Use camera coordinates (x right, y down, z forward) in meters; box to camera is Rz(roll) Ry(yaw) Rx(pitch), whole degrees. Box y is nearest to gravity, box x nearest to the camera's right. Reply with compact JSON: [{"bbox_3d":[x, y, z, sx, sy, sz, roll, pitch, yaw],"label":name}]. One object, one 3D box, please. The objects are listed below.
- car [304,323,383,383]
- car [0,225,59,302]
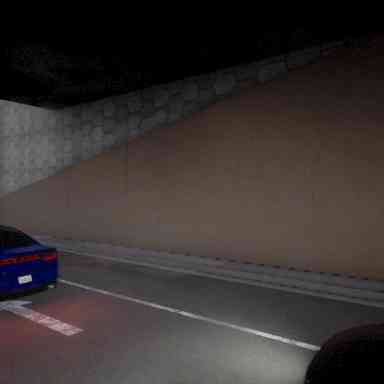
[{"bbox_3d":[3.085,1.506,1.683,4.892,1.490,1.837,0,0,37],"label":"car"},{"bbox_3d":[-5.121,1.478,7.650,5.008,1.535,1.882,0,0,36],"label":"car"}]
